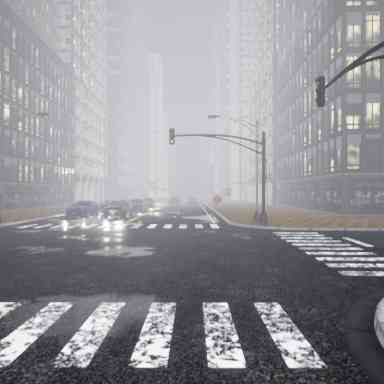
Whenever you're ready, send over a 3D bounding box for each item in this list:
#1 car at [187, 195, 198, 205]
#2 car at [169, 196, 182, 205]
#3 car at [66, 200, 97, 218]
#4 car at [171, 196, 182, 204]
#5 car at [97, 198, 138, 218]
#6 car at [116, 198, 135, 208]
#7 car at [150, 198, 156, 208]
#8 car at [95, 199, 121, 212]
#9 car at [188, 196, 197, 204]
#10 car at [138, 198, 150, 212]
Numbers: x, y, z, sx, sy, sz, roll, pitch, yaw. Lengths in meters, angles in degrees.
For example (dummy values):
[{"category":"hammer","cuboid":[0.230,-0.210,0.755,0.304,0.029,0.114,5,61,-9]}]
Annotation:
[{"category":"car","cuboid":[0.094,1.640,61.452,1.812,1.442,4.674,0,0,0]},{"category":"car","cuboid":[-3.158,1.587,59.908,1.882,1.535,5.008,0,0,0]},{"category":"car","cuboid":[-9.859,1.508,30.320,1.882,1.535,5.008,0,0,0]},{"category":"car","cuboid":[-3.170,1.645,70.317,2.128,1.511,4.902,0,0,0]},{"category":"car","cuboid":[-6.605,1.521,30.072,2.128,1.511,4.902,0,0,0]},{"category":"car","cuboid":[-9.848,1.638,49.377,1.994,1.385,4.181,0,0,0]},{"category":"car","cuboid":[-6.602,1.601,49.647,1.812,1.442,4.674,0,0,0]},{"category":"car","cuboid":[-9.855,1.612,39.453,1.994,1.385,4.181,0,0,0]},{"category":"car","cuboid":[0.055,1.632,71.299,1.882,1.535,5.008,0,0,0]},{"category":"car","cuboid":[-6.605,1.526,39.599,1.882,1.535,5.008,0,0,0]}]
